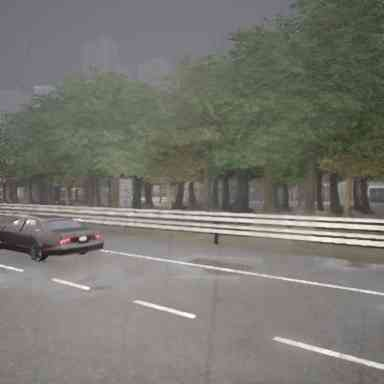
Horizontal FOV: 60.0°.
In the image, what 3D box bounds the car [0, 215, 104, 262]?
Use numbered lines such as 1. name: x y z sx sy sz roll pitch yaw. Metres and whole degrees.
1. car: -5.540 1.550 12.118 5.357 1.411 2.033 0 0 35
